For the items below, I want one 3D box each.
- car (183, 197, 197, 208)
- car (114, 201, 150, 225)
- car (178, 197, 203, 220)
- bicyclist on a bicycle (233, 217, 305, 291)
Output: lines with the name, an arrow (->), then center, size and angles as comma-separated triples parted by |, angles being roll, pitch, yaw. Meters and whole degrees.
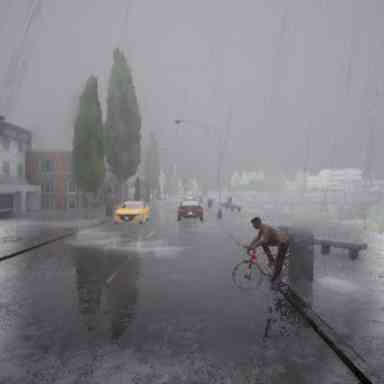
car -> -0.319, 1.442, 47.841 | 1.994, 1.385, 4.181 | 0, 0, -1
car -> -4.213, 1.417, 23.922 | 1.882, 1.535, 5.008 | 0, 0, 0
car -> -0.129, 1.409, 26.996 | 1.882, 1.535, 5.008 | 0, 0, -1
bicyclist on a bicycle -> 1.676, 1.368, 7.458 | 1.656, 1.620, 0.582 | -6, 0, -1
